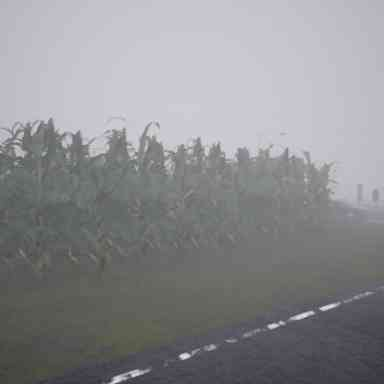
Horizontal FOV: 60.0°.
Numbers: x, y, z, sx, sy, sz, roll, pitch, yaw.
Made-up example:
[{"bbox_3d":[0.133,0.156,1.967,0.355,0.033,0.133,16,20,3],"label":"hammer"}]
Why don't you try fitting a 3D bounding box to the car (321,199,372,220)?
[{"bbox_3d":[12.156,1.397,27.328,1.837,1.490,4.892,1,0,-36],"label":"car"}]
